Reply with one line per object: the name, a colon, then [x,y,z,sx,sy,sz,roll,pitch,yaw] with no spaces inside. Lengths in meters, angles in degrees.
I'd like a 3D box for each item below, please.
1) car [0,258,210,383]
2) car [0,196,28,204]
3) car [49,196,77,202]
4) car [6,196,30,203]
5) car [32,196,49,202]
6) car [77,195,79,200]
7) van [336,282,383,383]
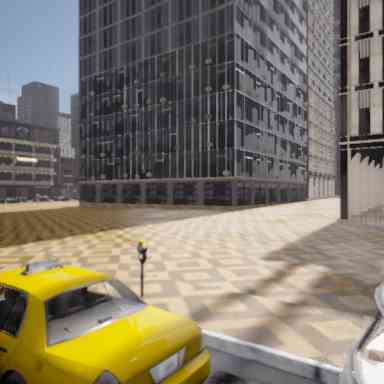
car: [-2.095,1.563,4.359,4.829,1.417,1.752,-1,0,35]
car: [-34.859,1.694,64.300,2.008,1.369,4.403,1,1,35]
car: [-28.523,1.521,73.460,2.008,1.369,4.403,1,1,35]
car: [-38.581,1.640,73.649,1.947,1.339,4.313,1,1,35]
car: [-35.413,1.538,78.229,2.008,1.369,4.403,1,1,35]
car: [-29.077,1.382,87.390,1.947,1.339,4.313,1,1,35]
van: [2.540,1.326,1.053,3.998,1.788,1.690,-1,0,35]
